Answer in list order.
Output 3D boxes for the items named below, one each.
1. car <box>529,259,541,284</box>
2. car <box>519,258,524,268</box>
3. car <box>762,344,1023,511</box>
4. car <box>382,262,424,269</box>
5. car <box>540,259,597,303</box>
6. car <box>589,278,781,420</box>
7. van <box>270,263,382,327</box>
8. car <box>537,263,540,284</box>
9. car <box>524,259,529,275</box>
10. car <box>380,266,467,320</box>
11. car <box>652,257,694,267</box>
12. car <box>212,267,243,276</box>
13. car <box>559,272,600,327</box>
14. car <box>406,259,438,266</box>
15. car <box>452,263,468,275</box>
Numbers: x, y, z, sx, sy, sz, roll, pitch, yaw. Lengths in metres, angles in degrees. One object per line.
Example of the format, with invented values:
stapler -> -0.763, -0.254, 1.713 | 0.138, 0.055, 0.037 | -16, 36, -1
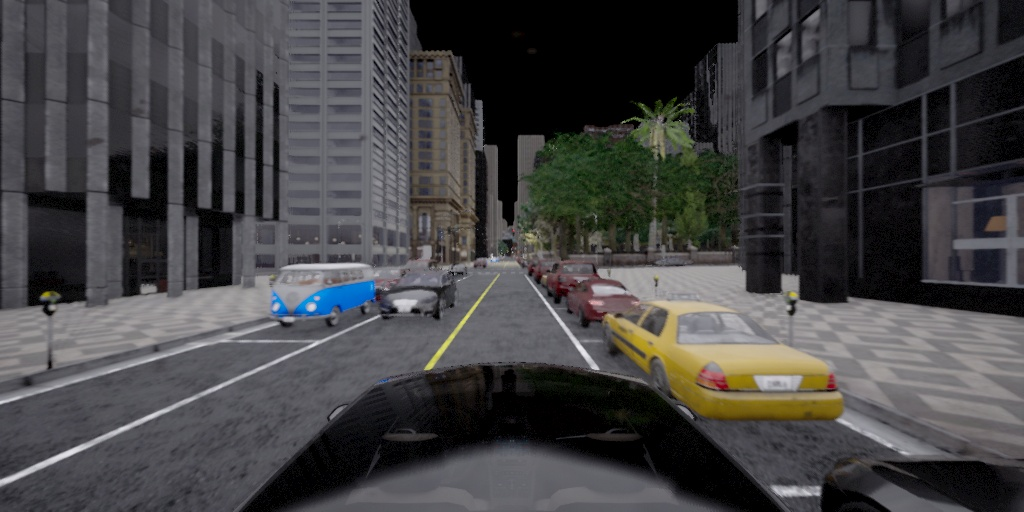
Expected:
car -> 2.758, 1.156, 27.811 | 2.192, 1.841, 5.009 | 0, 0, 0
car -> 2.752, 1.496, 65.345 | 1.948, 1.339, 4.313 | 0, 0, 0
car -> 2.762, 1.311, 0.378 | 1.948, 1.339, 4.313 | 0, 0, 0
car -> -5.766, 1.243, 16.850 | 1.967, 1.591, 4.097 | 0, 0, 0
car -> 2.759, 1.118, 16.838 | 2.192, 1.841, 5.009 | 0, 0, 0
car -> 2.761, 1.290, 6.034 | 1.751, 1.417, 4.829 | 0, 0, 0
van -> -5.765, 1.125, 11.363 | 1.690, 1.789, 3.998 | 0, 0, 0
car -> 2.758, 1.348, 22.495 | 1.751, 1.417, 4.829 | 0, 0, 0
car -> 2.756, 1.188, 38.786 | 2.192, 1.841, 5.009 | 0, 0, 0
car -> -3.103, 1.281, 12.813 | 2.128, 1.511, 4.902 | 0, 0, 0
car -> 22.640, 0.898, 50.695 | 5.357, 1.411, 2.033 | -1, 0, 0
car -> -40.359, 2.235, 50.980 | 5.357, 1.411, 2.033 | -1, 0, 0
car -> 2.760, 1.366, 11.351 | 1.802, 1.307, 4.207 | 0, 0, 0
car -> -5.767, 1.138, 22.338 | 2.192, 1.841, 5.009 | 0, 0, 0
car -> -5.769, 1.440, 38.803 | 1.948, 1.339, 4.313 | 0, 0, 0
